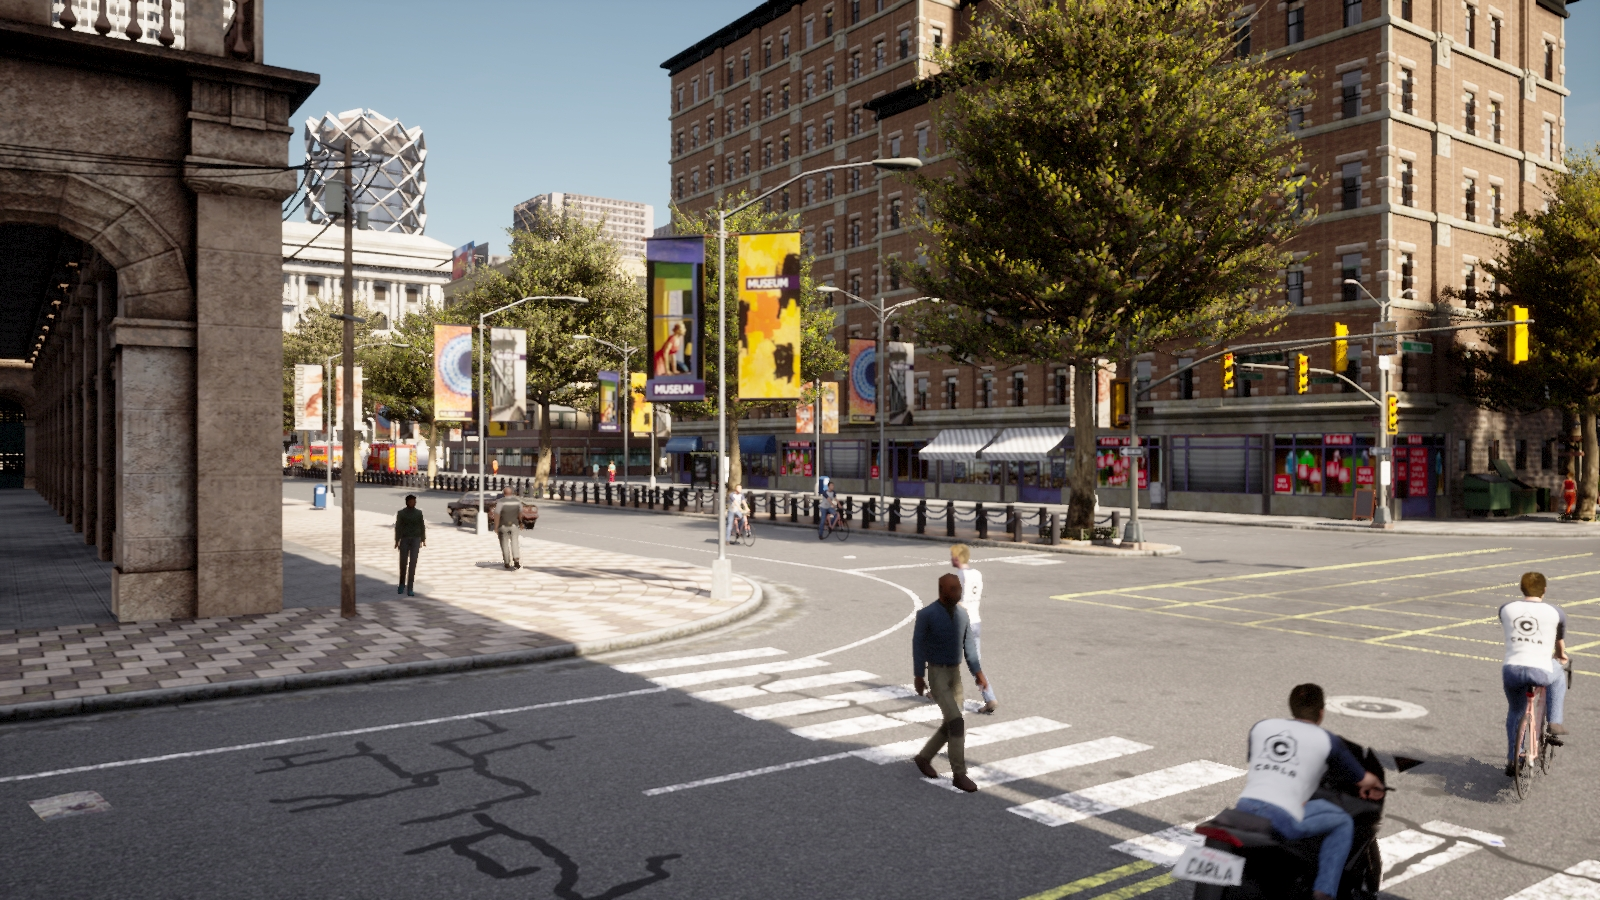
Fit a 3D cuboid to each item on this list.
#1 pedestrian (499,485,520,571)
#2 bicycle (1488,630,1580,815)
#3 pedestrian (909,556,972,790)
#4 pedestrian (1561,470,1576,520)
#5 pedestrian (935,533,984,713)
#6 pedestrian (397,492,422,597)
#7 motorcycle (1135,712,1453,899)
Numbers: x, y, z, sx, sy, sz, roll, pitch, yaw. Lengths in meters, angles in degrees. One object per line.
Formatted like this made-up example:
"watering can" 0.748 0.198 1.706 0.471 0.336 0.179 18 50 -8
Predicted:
"pedestrian" -6.389 1.697 25.128 0.375 1.860 0.375 0 0 -30
"bicycle" 6.122 2.207 9.499 0.373 1.196 1.643 0 -1 42
"pedestrian" 1.180 1.849 9.597 0.375 1.860 0.375 0 0 -35
"pedestrian" 29.187 1.700 43.388 0.375 1.860 0.375 0 0 -39
"pedestrian" 1.723 1.849 12.351 0.375 1.860 0.375 0 0 -42
"pedestrian" -7.069 1.697 20.678 0.375 1.860 0.375 0 0 -28
"motorcycle" 2.730 2.213 6.191 2.033 1.145 0.803 0 0 -42
